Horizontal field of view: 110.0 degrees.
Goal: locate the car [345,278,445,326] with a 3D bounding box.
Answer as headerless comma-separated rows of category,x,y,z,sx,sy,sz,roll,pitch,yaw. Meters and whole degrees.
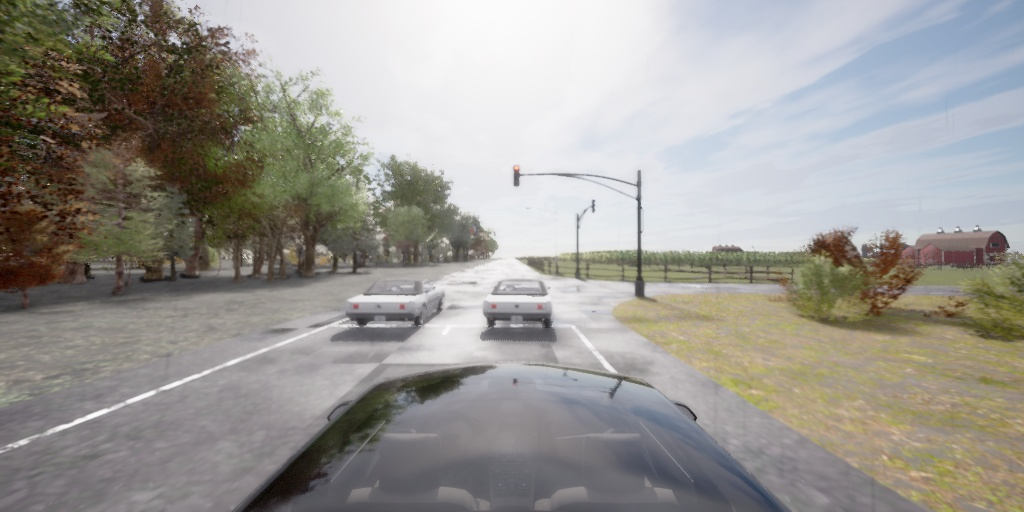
car,-3.453,1.364,11.653,1.895,1.301,4.718,0,0,0

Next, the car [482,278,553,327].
car,0.338,1.364,11.652,1.895,1.301,4.718,0,0,5

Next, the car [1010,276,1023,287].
car,40.663,1.836,27.077,4.181,1.385,1.994,1,-1,0
